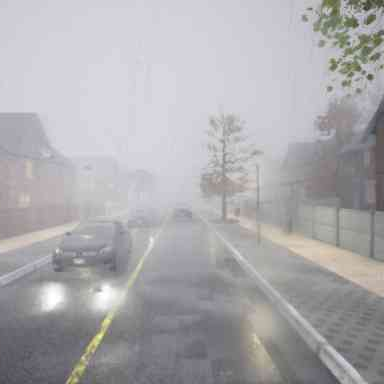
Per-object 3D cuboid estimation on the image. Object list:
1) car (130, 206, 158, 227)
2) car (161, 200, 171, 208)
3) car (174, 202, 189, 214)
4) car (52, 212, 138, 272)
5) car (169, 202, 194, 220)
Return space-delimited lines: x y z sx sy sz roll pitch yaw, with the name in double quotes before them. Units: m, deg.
"car" -3.609 1.794 24.982 1.812 1.442 4.674 -1 0 -2
"car" -4.841 2.283 64.462 1.837 1.490 4.892 -1 0 -2
"car" -1.360 2.041 43.636 1.895 1.301 4.718 -1 -1 -1
"car" -3.184 1.664 11.488 1.812 1.442 4.674 -1 0 -2
"car" -0.936 1.828 31.494 1.812 1.442 4.674 -1 0 -1
